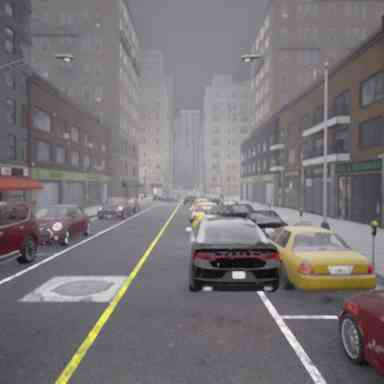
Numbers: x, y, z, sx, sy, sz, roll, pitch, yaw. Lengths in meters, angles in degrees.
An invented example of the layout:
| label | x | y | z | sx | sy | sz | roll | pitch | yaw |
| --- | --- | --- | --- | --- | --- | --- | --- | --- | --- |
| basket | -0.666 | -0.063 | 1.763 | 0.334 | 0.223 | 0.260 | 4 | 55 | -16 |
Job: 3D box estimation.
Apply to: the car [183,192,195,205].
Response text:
| label | x | y | z | sx | sy | sz | roll | pitch | yaw |
| --- | --- | --- | --- | --- | --- | --- | --- | --- | --- |
| car | -0.176 | 0.980 | 45.606 | 1.837 | 1.490 | 4.892 | 0 | 1 | 0 |

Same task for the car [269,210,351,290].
| label | x | y | z | sx | sy | sz | roll | pitch | yaw |
| --- | --- | --- | --- | --- | --- | --- | --- | --- | --- |
| car | 2.824 | 1.427 | 8.658 | 1.752 | 1.417 | 4.829 | -1 | 1 | 0 |

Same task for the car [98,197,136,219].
| label | x | y | z | sx | sy | sz | roll | pitch | yaw |
| --- | --- | --- | --- | --- | --- | --- | --- | --- | --- |
| car | -5.780 | 1.153 | 25.207 | 1.967 | 1.590 | 4.097 | -1 | 1 | 0 |

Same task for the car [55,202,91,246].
| label | x | y | z | sx | sy | sz | roll | pitch | yaw |
| --- | --- | --- | --- | --- | --- | --- | --- | --- | --- |
| car | -5.733 | 1.280 | 14.036 | 1.967 | 1.590 | 4.097 | -1 | 1 | 0 |

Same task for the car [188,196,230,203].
| label | x | y | z | sx | sy | sz | roll | pitch | yaw |
| --- | --- | --- | --- | --- | --- | --- | --- | --- | --- |
| car | 0.824 | 1.241 | 18.895 | 1.801 | 1.575 | 5.366 | 0 | 1 | 0 |

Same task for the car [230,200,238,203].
| label | x | y | z | sx | sy | sz | roll | pitch | yaw |
| --- | --- | --- | --- | --- | --- | --- | --- | --- | --- |
| car | 2.781 | 1.343 | 19.659 | 1.947 | 1.339 | 4.313 | -1 | 1 | 0 |

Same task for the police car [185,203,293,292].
| label | x | y | z | sx | sy | sz | roll | pitch | yaw |
| --- | --- | --- | --- | --- | --- | --- | --- | --- | --- |
| police car | 0.867 | 1.325 | 8.815 | 1.930 | 1.638 | 5.238 | 0 | 1 | 0 |

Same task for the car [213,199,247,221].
| label | x | y | z | sx | sy | sz | roll | pitch | yaw |
| --- | --- | --- | --- | --- | --- | --- | --- | --- | --- |
| car | 2.759 | 1.264 | 25.244 | 2.008 | 1.369 | 4.403 | -1 | 1 | 0 |

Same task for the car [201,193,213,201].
| label | x | y | z | sx | sy | sz | roll | pitch | yaw |
| --- | --- | --- | --- | --- | --- | --- | --- | --- | --- |
| car | 2.626 | 0.900 | 58.758 | 1.802 | 1.307 | 4.206 | -1 | 1 | 0 |

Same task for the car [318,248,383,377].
| label | x | y | z | sx | sy | sz | roll | pitch | yaw |
| --- | --- | --- | --- | --- | --- | --- | --- | --- | --- |
| car | 2.848 | 1.548 | 2.903 | 1.802 | 1.307 | 4.206 | -1 | 1 | 0 |

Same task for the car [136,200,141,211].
| label | x | y | z | sx | sy | sz | roll | pitch | yaw |
| --- | --- | --- | --- | --- | --- | --- | --- | --- | --- |
| car | -5.802 | 1.230 | 30.794 | 1.802 | 1.307 | 4.206 | -1 | 1 | 0 |

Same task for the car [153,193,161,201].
| label | x | y | z | sx | sy | sz | roll | pitch | yaw |
| --- | --- | --- | --- | --- | --- | --- | --- | --- | --- |
| car | -5.919 | 0.862 | 58.720 | 1.887 | 1.381 | 4.507 | -1 | 1 | 0 |

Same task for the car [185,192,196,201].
| label | x | y | z | sx | sy | sz | roll | pitch | yaw |
| --- | --- | --- | --- | --- | --- | --- | --- | --- | --- |
| car | -0.246 | 0.789 | 59.347 | 1.882 | 1.535 | 5.008 | 0 | 1 | 0 |

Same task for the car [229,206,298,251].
| label | x | y | z | sx | sy | sz | roll | pitch | yaw |
| --- | --- | --- | --- | --- | --- | --- | --- | --- | --- |
| car | 2.803 | 1.406 | 14.074 | 1.947 | 1.339 | 4.313 | -1 | 1 | 0 |

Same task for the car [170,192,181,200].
| label | x | y | z | sx | sy | sz | roll | pitch | yaw |
| --- | --- | --- | --- | --- | --- | --- | --- | --- | --- |
| car | -3.280 | 0.777 | 67.495 | 1.994 | 1.385 | 4.181 | 0 | 1 | 0 |

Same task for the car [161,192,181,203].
| label | x | y | z | sx | sy | sz | roll | pitch | yaw |
| --- | --- | --- | --- | --- | --- | --- | --- | --- | --- |
| car | -3.262 | 0.748 | 52.118 | 2.097 | 1.767 | 4.553 | 0 | 1 | 0 |

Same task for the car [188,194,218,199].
| label | x | y | z | sx | sy | sz | roll | pitch | yaw |
| --- | --- | --- | --- | --- | --- | --- | --- | --- | --- |
| car | 0.799 | 1.172 | 24.895 | 1.801 | 1.575 | 5.366 | 0 | 1 | 0 |

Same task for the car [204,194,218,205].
| label | x | y | z | sx | sy | sz | roll | pitch | yaw |
| --- | --- | --- | --- | --- | --- | --- | --- | --- | --- |
| car | 2.669 | 0.975 | 47.756 | 1.752 | 1.417 | 4.829 | -1 | 1 | 0 |

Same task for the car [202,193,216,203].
| label | x | y | z | sx | sy | sz | roll | pitch | yaw |
| --- | --- | --- | --- | --- | --- | --- | --- | --- | --- |
| car | 2.648 | 0.951 | 53.172 | 1.947 | 1.339 | 4.313 | -1 | 1 | 0 |

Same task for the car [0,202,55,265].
| label | x | y | z | sx | sy | sz | roll | pitch | yaw |
| --- | --- | --- | --- | --- | --- | --- | --- | --- | --- |
| car | -5.711 | 1.218 | 8.450 | 2.192 | 1.841 | 5.009 | -1 | 1 | 0 |
